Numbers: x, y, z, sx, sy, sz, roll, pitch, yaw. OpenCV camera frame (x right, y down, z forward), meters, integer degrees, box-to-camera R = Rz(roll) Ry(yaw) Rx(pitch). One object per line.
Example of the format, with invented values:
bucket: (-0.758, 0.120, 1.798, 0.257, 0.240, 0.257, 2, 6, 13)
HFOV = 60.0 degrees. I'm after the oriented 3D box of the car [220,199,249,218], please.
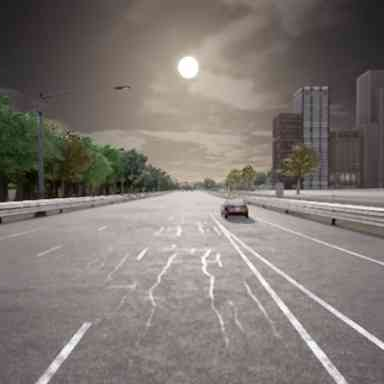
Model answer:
car: (3.537, 1.352, 28.097, 2.163, 1.488, 4.792, 0, 0, 0)
